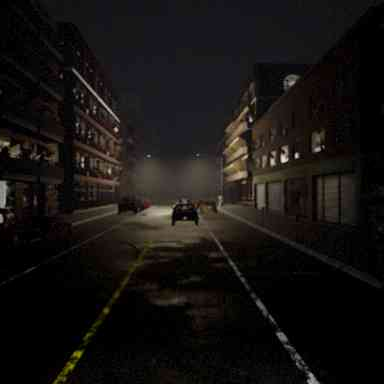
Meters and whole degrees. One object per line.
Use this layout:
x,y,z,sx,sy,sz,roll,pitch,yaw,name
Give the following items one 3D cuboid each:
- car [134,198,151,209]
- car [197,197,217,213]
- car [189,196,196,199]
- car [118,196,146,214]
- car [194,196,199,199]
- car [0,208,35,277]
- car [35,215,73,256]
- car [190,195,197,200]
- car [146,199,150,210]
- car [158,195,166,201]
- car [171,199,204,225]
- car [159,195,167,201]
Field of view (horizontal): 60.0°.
-6.888,1.594,46.983,1.887,1.381,4.507,0,0,-1,car
1.778,1.535,36.098,1.752,1.417,4.829,0,0,-1,car
-0.884,1.569,38.400,2.033,1.411,5.357,0,0,-1,car
-6.594,1.359,35.714,2.192,1.841,5.009,0,0,-1,car
1.490,1.559,47.197,1.887,1.381,4.507,0,0,-1,car
-5.861,1.343,7.542,2.192,1.841,5.009,0,0,-1,car
-6.008,1.614,13.176,1.802,1.307,4.206,0,0,-1,car
0.312,1.557,92.441,1.752,1.417,4.829,0,0,-1,car
-6.742,1.486,41.348,1.967,1.590,4.097,0,0,-1,car
-7.915,1.615,86.422,2.008,1.369,4.403,0,0,-1,car
-0.516,1.507,24.332,2.128,1.511,4.902,0,0,-1,car
-8.062,1.617,92.057,2.008,1.369,4.403,0,0,-1,car
